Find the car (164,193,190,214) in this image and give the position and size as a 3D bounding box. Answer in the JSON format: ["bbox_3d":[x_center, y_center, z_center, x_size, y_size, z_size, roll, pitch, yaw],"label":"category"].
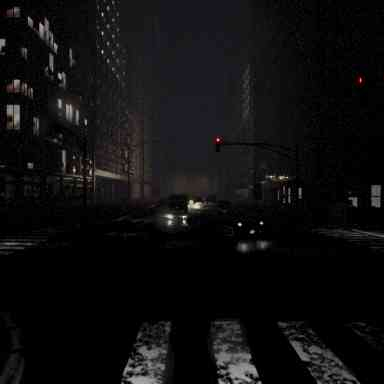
[{"bbox_3d":[-1.539,1.236,36.433,2.150,2.045,5.566,0,0,0],"label":"car"}]

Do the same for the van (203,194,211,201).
[{"bbox_3d":[3.665,1.321,80.467,1.690,1.788,3.998,0,0,0],"label":"van"}]

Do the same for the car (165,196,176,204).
[{"bbox_3d":[-4.135,1.564,63.846,1.947,1.339,4.313,0,0,0],"label":"car"}]

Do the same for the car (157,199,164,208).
[{"bbox_3d":[-4.055,1.592,47.264,1.802,1.307,4.206,0,0,0],"label":"car"}]

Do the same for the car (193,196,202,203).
[{"bbox_3d":[1.145,1.528,73.303,2.033,1.411,5.357,0,0,0],"label":"car"}]

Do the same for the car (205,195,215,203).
[{"bbox_3d":[3.719,1.432,69.412,1.967,1.590,4.097,0,0,0],"label":"car"}]

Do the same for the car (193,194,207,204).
[{"bbox_3d":[1.271,1.524,62.996,1.812,1.442,4.674,0,0,0],"label":"car"}]

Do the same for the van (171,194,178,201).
[{"bbox_3d":[-4.215,1.321,80.429,1.690,1.788,3.998,0,0,0],"label":"van"}]

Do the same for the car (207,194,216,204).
[{"bbox_3d":[3.746,1.313,63.884,2.192,1.841,5.009,0,0,0],"label":"car"}]

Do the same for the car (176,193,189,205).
[{"bbox_3d":[-1.617,1.225,59.991,2.150,2.045,5.566,0,0,0],"label":"car"}]

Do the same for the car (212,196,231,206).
[{"bbox_3d":[3.902,1.579,41.776,1.947,1.339,4.313,0,0,0],"label":"car"}]

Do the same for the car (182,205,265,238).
[{"bbox_3d":[1.691,1.628,18.064,1.895,1.301,4.718,1,0,-34],"label":"car"}]

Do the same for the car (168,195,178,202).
[{"bbox_3d":[-4.188,1.426,74.902,1.967,1.590,4.097,0,0,0],"label":"car"}]
